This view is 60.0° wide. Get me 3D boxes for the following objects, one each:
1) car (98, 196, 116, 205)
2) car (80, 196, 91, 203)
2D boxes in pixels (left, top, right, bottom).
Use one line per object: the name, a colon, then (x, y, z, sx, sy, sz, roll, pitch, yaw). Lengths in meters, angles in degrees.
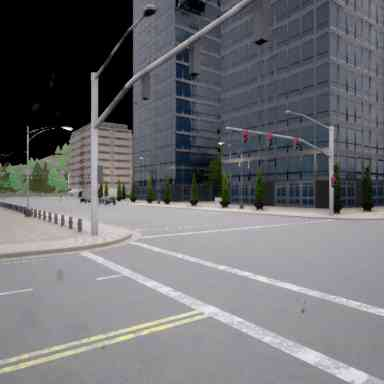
car: (-14.661, 1.449, 57.188, 1.837, 1.490, 4.892, 0, 0, -35)
car: (-20.626, 1.492, 65.703, 2.033, 1.411, 5.357, 0, 0, -33)
